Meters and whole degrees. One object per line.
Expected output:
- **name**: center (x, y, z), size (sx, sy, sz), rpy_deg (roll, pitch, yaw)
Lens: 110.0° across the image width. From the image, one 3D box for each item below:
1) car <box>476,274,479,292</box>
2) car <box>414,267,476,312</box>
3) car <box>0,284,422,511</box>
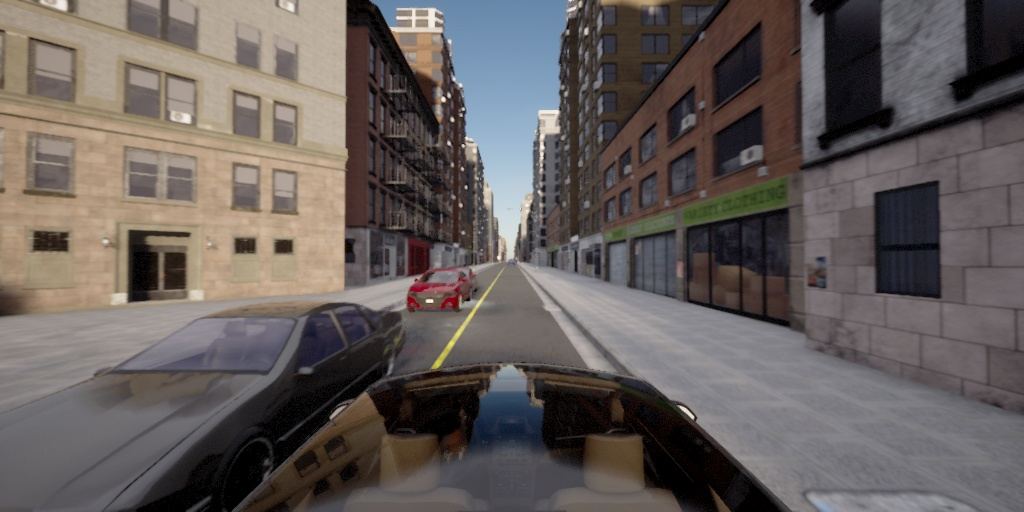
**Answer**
- **car**: center (-2.851, 1.306, 19.219), size (1.812, 1.442, 4.674), rpy_deg (0, 0, 0)
- **car**: center (-2.764, 1.247, 14.510), size (1.882, 1.535, 5.008), rpy_deg (0, 0, 0)
- **car**: center (-2.846, 1.303, 4.348), size (2.033, 1.411, 5.357), rpy_deg (0, 0, 0)
